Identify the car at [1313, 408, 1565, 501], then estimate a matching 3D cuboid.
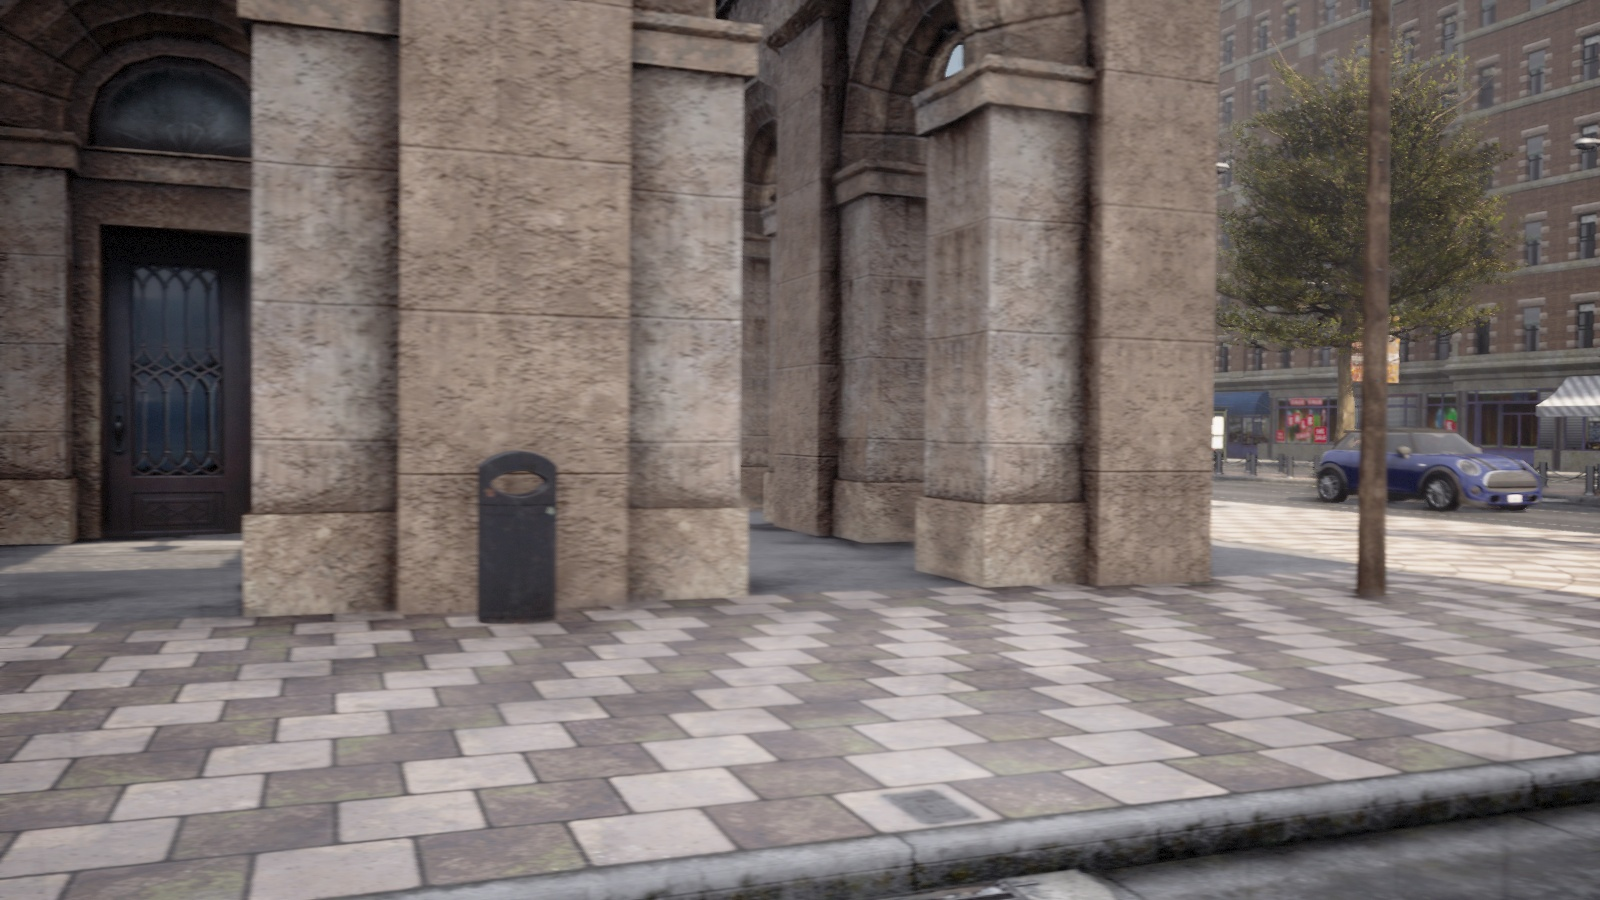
[{"bbox_3d":[13.346,0.043,26.590,2.097,1.767,4.553,-1,1,-20],"label":"car"}]
